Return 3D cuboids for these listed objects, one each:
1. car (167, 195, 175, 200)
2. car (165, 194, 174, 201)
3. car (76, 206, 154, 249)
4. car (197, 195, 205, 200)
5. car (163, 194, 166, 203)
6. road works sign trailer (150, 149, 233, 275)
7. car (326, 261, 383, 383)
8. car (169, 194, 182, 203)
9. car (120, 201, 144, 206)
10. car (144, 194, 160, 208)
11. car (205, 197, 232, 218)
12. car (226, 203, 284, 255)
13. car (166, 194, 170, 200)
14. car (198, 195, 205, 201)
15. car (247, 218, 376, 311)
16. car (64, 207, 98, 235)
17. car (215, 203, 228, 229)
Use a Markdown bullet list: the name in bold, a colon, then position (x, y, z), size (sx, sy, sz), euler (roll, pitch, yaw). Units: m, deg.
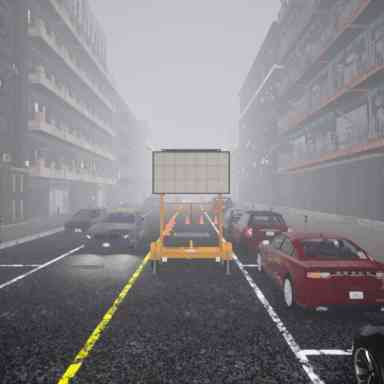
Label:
- **car**: position (-5.880, 1.514, 92.182), size (1.887, 1.381, 4.507), euler (0, 0, 0)
- **car**: position (-5.869, 1.412, 86.545), size (1.967, 1.590, 4.097), euler (0, 0, 0)
- **car**: position (-3.130, 1.547, 14.799), size (2.033, 1.411, 5.357), euler (0, 0, 0)
- **car**: position (2.500, 1.514, 92.195), size (1.887, 1.381, 4.507), euler (0, 0, 0)
- **car**: position (-5.798, 1.304, 52.727), size (2.192, 1.841, 5.009), euler (0, 0, 0)
- **road works sign trailer**: position (-0.022, 0.464, 10.413), size (2.380, 3.560, 2.880), euler (0, 0, 0)
- **car**: position (2.686, 1.566, 2.013), size (1.947, 1.339, 4.313), euler (0, 0, 0)
- **car**: position (-3.144, 1.459, 69.529), size (1.882, 1.535, 5.008), euler (0, 0, 0)
- **car**: position (-5.752, 1.522, 30.011), size (1.752, 1.417, 4.829), euler (0, 0, 0)
- **car**: position (-5.787, 1.431, 47.091), size (1.967, 1.590, 4.097), euler (0, 0, 0)
- **car**: position (2.630, 1.312, 30.195), size (2.192, 1.841, 5.009), euler (0, 0, 0)
- **car**: position (2.664, 1.440, 13.286), size (1.967, 1.590, 4.097), euler (0, 0, 0)
- **car**: position (-5.856, 1.290, 80.909), size (2.192, 1.841, 5.009), euler (0, 0, 0)
- **car**: position (2.523, 1.501, 81.093), size (1.752, 1.417, 4.829), euler (0, 0, 0)
- **car**: position (2.675, 1.545, 7.649), size (1.887, 1.381, 4.507), euler (0, 0, 0)
- **car**: position (-5.729, 1.565, 18.908), size (1.947, 1.339, 4.313), euler (0, 0, 0)
- **car**: position (2.652, 1.550, 18.922), size (2.008, 1.369, 4.403), euler (0, 0, 0)
